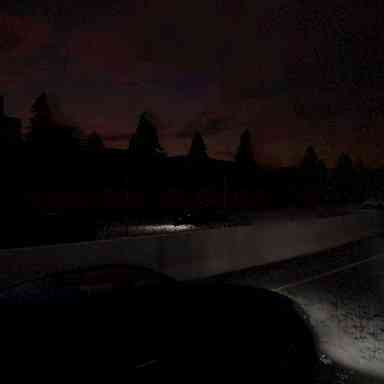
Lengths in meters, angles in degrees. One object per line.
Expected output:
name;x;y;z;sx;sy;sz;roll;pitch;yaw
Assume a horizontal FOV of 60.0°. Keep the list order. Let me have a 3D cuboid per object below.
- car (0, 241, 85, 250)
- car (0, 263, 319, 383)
car;-6.130;1.491;12.727;4.902;1.511;2.128;0;0;-38
car;-0.638;1.526;3.480;4.674;1.442;1.812;0;0;-36
